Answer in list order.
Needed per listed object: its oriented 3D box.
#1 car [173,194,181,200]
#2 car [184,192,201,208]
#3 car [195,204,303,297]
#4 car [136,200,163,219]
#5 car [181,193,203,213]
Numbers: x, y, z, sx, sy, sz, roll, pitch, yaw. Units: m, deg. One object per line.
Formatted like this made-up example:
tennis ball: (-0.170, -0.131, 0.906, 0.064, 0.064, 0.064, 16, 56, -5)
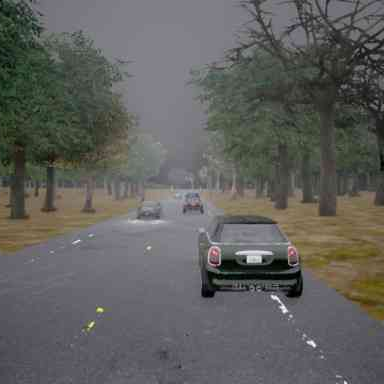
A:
car: (-3.365, 1.110, 78.288, 1.812, 1.442, 4.674, 0, 0, 0)
car: (0.109, 1.095, 46.849, 2.150, 2.045, 5.566, 0, 0, 1)
car: (1.239, 1.355, 8.726, 2.097, 1.767, 4.553, 0, 0, 0)
car: (-3.552, 1.489, 28.590, 1.837, 1.490, 4.892, 0, 0, 0)
car: (0.138, 1.299, 36.593, 2.097, 1.767, 4.553, 0, 0, 0)
